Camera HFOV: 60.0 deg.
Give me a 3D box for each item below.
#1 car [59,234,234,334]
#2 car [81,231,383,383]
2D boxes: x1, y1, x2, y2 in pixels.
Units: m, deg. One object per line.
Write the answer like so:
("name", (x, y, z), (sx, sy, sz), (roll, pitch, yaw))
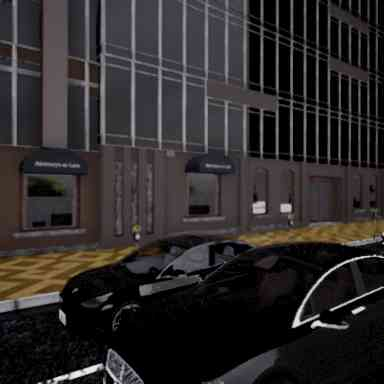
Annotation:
("car", (-0.220, 1.549, 6.390), (4.313, 1.339, 1.947), (0, 1, -35))
("car", (1.334, 1.488, 4.323), (4.892, 1.490, 1.837), (0, 0, -35))
